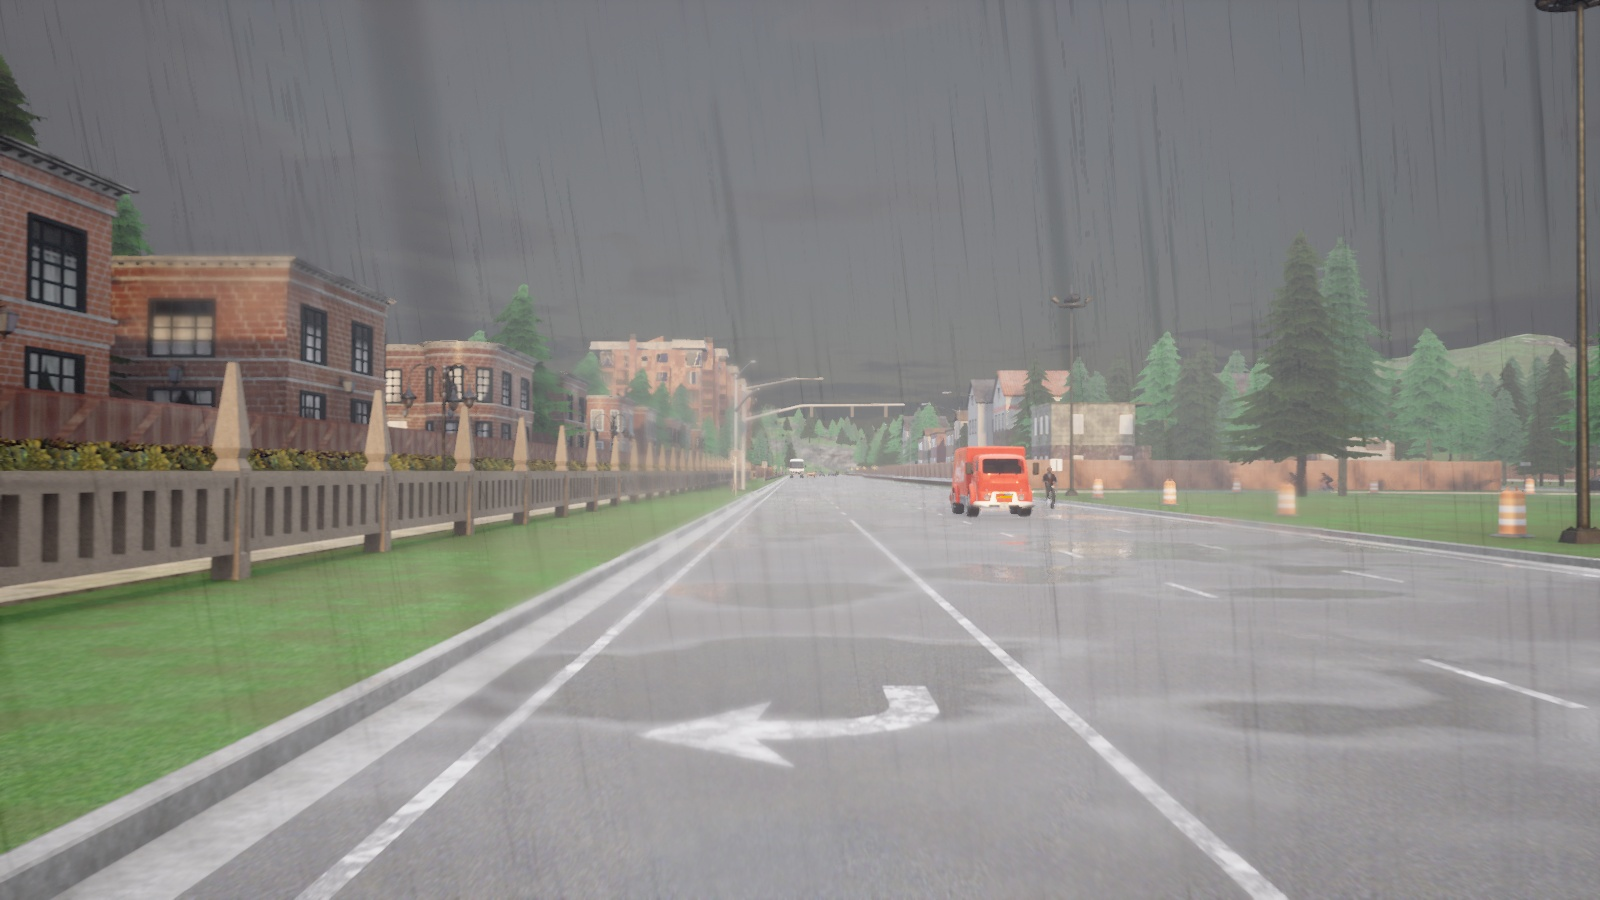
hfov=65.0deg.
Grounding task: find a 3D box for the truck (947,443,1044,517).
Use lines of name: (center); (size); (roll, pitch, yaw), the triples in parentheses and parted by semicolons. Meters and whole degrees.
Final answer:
truck: (6.891, 1.051, 44.860); (2.627, 2.467, 5.204); (0, -1, 0)
